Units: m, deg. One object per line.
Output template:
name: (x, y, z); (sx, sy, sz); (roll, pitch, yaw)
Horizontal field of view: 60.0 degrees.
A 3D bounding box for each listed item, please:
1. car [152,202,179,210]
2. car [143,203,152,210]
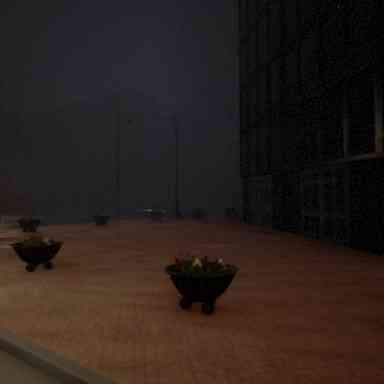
car: (-4.246, 2.478, 58.898); (1.837, 1.490, 4.892); (-1, -2, 35)
car: (-6.597, 2.569, 61.624); (2.033, 1.411, 5.357); (-1, -1, 35)
